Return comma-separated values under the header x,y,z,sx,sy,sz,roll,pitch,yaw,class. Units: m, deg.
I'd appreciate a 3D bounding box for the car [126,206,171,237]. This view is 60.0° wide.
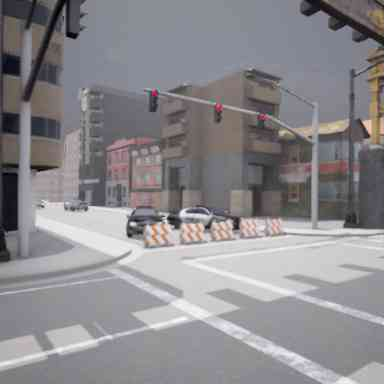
x,y,z,sx,sy,sz,roll,pitch,yaw,class
-2.645,1.564,18.675,2.038,1.542,4.974,1,0,-11,car

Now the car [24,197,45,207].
x,y,z,sx,sy,sz,roll,pitch,yaw,class
-22.471,1.412,47.355,1.853,1.218,4.536,1,-1,-36,car

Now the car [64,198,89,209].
x,y,z,sx,sy,sz,roll,pitch,yaw,class
-14.751,1.456,42.376,1.853,1.218,4.536,1,-1,-36,car

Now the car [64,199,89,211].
x,y,z,sx,sy,sz,roll,pitch,yaw,class
-14.722,1.614,42.332,2.038,1.542,4.974,1,-1,-36,car

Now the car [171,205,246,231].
x,y,z,sx,sy,sz,roll,pitch,yaw,class
0.929,1.618,20.825,4.974,1.542,2.038,0,-1,34,car

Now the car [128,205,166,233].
x,y,z,sx,sy,sz,roll,pitch,yaw,class
-2.654,1.406,18.728,1.853,1.218,4.536,1,0,-11,car

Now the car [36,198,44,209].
x,y,z,sx,sy,sz,roll,pitch,yaw,class
-22.442,1.569,47.311,2.038,1.542,4.974,1,-1,-36,car

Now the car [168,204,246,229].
x,y,z,sx,sy,sz,roll,pitch,yaw,class
0.888,1.460,20.856,4.536,1.218,1.853,0,-1,34,car
